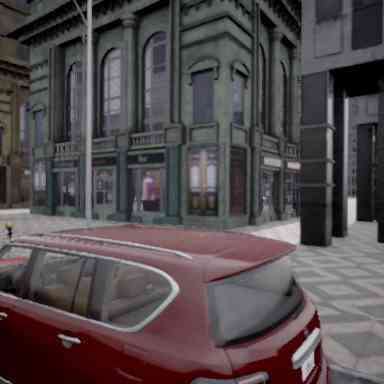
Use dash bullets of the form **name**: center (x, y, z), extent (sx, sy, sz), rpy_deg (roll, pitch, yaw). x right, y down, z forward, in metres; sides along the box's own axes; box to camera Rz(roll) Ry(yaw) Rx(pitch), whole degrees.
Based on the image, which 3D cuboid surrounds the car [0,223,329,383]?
- **car**: center (-1.120, 1.296, 3.758), extent (5.009, 1.841, 2.192), rpy_deg (0, 0, 35)
